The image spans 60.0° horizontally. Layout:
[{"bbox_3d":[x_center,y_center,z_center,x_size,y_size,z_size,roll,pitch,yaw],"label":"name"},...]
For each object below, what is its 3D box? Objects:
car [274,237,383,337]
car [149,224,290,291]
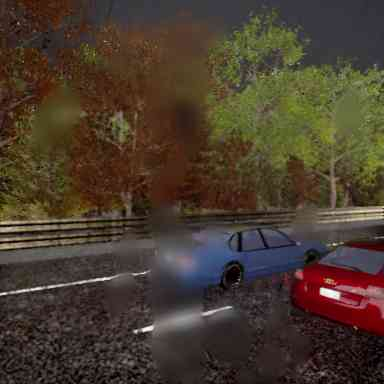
[{"bbox_3d":[3.840,1.615,6.503,4.181,1.385,1.994,1,0,-36],"label":"car"},{"bbox_3d":[1.507,1.596,9.140,5.357,1.411,2.033,1,0,-35],"label":"car"}]
